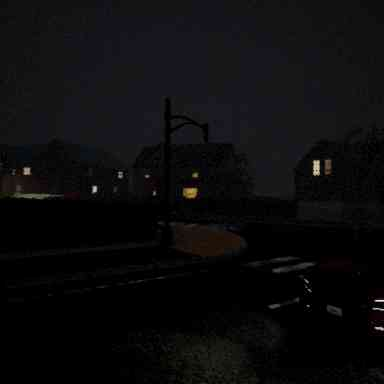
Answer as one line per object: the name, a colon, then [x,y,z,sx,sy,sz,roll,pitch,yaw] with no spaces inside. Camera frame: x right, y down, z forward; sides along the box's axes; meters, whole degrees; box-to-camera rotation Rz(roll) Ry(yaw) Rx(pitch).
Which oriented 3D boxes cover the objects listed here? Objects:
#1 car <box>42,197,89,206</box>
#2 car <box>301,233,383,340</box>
car: [-9.159,1.108,23.921,4.902,1.511,2.128,1,0,19]
car: [4.229,1.583,6.576,5.008,1.535,1.882,1,-1,-35]
